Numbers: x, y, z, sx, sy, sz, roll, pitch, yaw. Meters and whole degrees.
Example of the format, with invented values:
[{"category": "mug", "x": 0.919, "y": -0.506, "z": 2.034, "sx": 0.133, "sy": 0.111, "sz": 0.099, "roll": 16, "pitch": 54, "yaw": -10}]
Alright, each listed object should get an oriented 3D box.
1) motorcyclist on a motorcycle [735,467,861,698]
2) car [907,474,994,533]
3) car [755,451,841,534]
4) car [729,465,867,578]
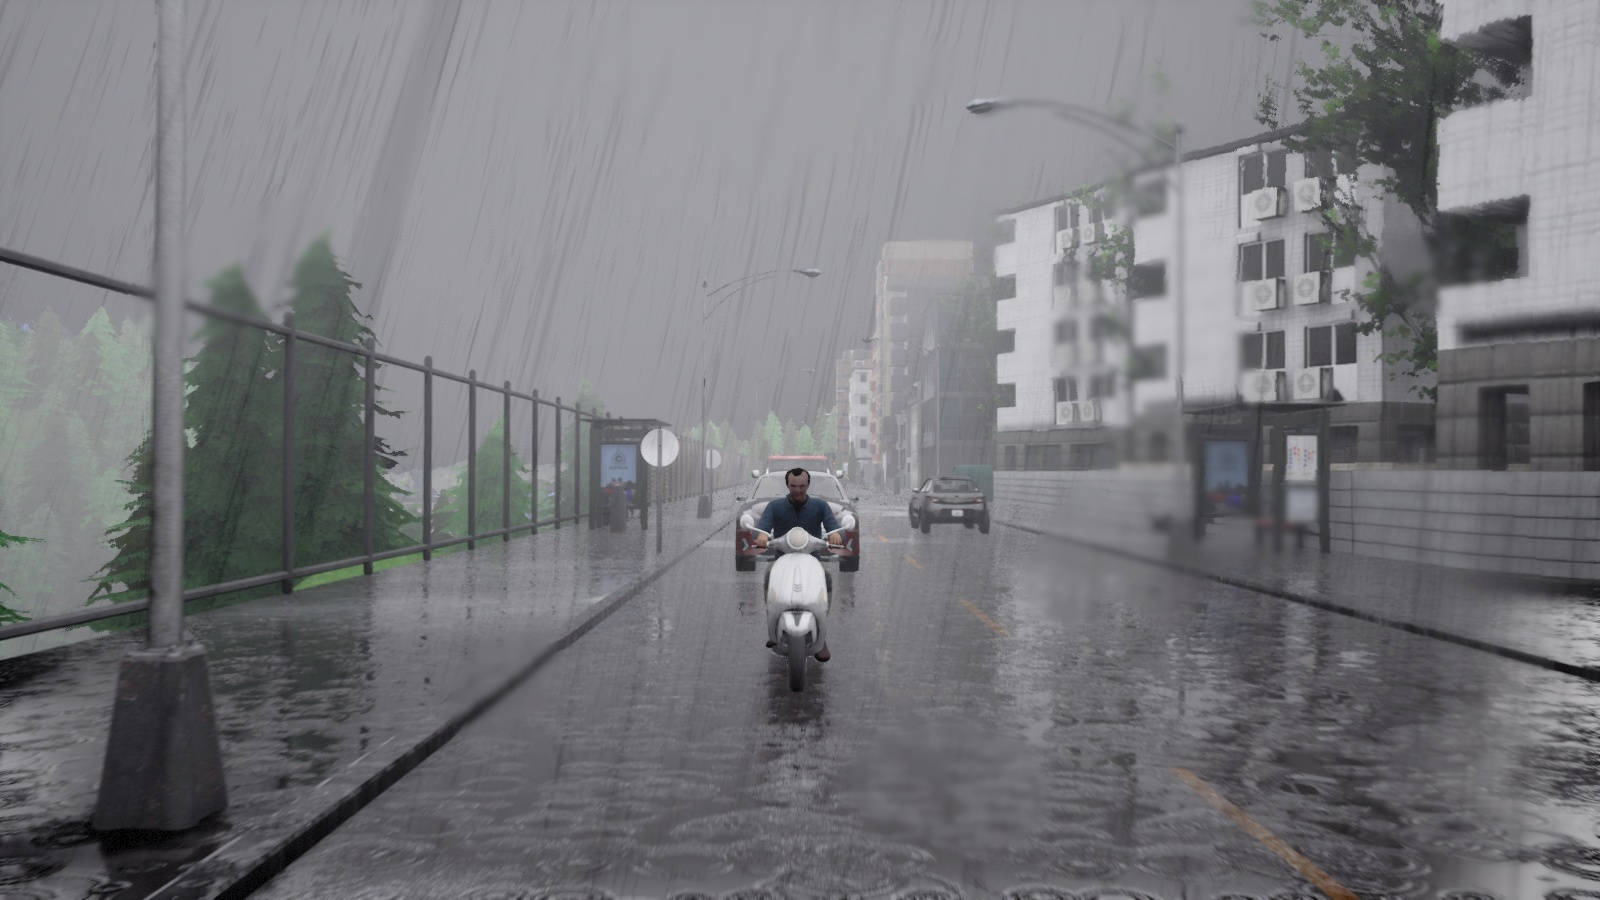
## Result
[{"category": "motorcyclist on a motorcycle", "x": -0.013, "y": 0.931, "z": 9.604, "sx": 0.866, "sy": 1.590, "sz": 1.817, "roll": 0, "pitch": -1, "yaw": 0}, {"category": "car", "x": 3.947, "y": 1.382, "z": 33.630, "sx": 1.816, "sy": 1.474, "sz": 4.193, "roll": 0, "pitch": -1, "yaw": 0}, {"category": "car", "x": -0.061, "y": 1.113, "z": 34.111, "sx": 2.150, "sy": 2.045, "sz": 5.566, "roll": 0, "pitch": -1, "yaw": 0}, {"category": "car", "x": -0.033, "y": 1.101, "z": 20.992, "sx": 2.033, "sy": 1.649, "sz": 4.856, "roll": 0, "pitch": -1, "yaw": 0}]
